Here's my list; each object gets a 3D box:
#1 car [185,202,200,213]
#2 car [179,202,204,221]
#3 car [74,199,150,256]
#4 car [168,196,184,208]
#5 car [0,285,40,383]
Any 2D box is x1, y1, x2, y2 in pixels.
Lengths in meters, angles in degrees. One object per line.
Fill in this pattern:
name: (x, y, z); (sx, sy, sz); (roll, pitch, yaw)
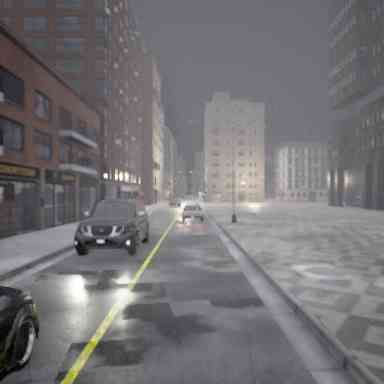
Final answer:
car: (0.036, 1.983, 43.220); (1.895, 1.301, 4.718); (0, 0, 0)
car: (0.057, 1.867, 30.030); (1.895, 1.301, 4.718); (0, 0, 0)
car: (-3.110, 1.351, 14.117); (2.150, 2.045, 5.566); (0, -1, 0)
car: (-3.124, 1.890, 60.471); (2.097, 1.767, 4.553); (0, -1, 0)
car: (-3.102, 1.595, 2.940); (1.994, 1.385, 4.181); (0, -1, 0)
